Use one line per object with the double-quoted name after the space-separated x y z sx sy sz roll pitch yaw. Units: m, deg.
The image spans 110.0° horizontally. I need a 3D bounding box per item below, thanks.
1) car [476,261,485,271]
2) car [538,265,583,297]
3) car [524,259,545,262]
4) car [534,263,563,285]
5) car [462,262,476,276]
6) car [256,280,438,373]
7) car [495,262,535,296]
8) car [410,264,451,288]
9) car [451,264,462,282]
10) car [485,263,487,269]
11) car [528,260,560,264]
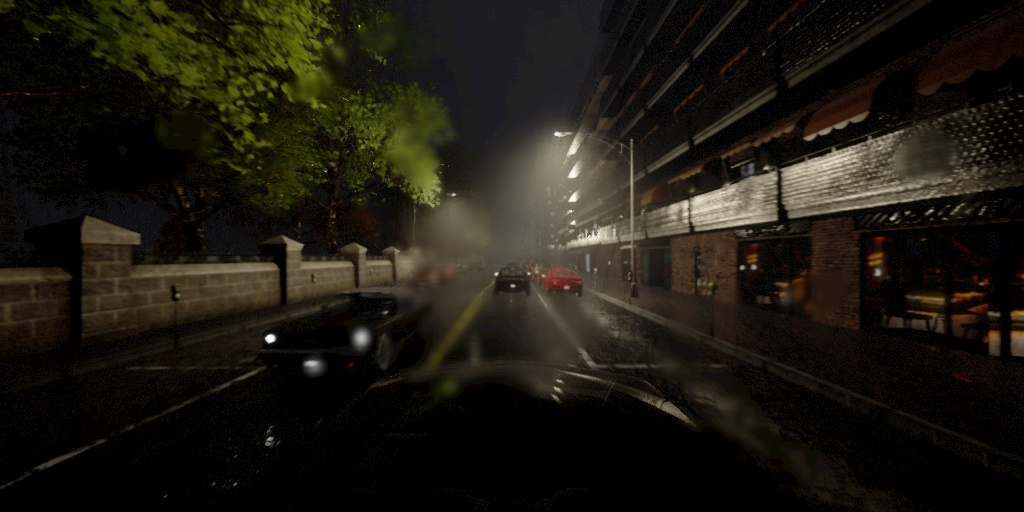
-5.820 1.630 58.607 1.751 1.417 4.829 0 0 0 "car"
2.656 1.383 19.388 1.888 1.381 4.507 0 0 0 "car"
2.614 1.252 36.277 2.192 1.841 5.009 0 0 0 "car"
2.641 1.416 25.018 1.888 1.381 4.507 0 0 0 "car"
-5.779 1.550 41.887 2.007 1.370 4.403 0 0 0 "car"
-3.106 1.394 7.811 1.895 1.301 4.718 0 0 0 "car"
0.045 1.329 20.164 1.882 1.535 5.008 0 0 0 "car"
-5.739 1.339 24.998 1.967 1.591 4.097 0 0 0 "car"
-5.753 1.373 30.626 1.967 1.591 4.097 0 0 0 "car"
-5.834 1.692 64.407 2.007 1.370 4.403 0 0 0 "car"
2.628 1.344 30.647 1.967 1.591 4.097 0 0 0 "car"
